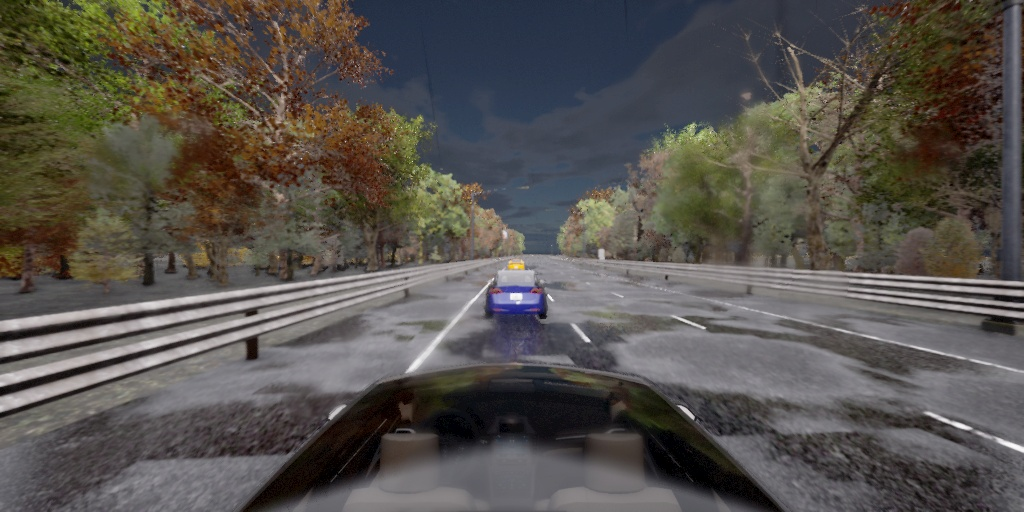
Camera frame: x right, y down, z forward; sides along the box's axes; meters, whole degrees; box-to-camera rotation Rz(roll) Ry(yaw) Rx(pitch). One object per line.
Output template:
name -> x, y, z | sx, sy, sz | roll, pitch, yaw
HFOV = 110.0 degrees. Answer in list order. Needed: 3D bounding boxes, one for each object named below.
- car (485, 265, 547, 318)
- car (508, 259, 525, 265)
car -> 0.138, 1.228, 12.828 | 2.163, 1.488, 4.792 | 0, 0, 0
car -> 0.546, 1.127, 44.355 | 1.882, 1.535, 5.008 | 0, 0, 1
